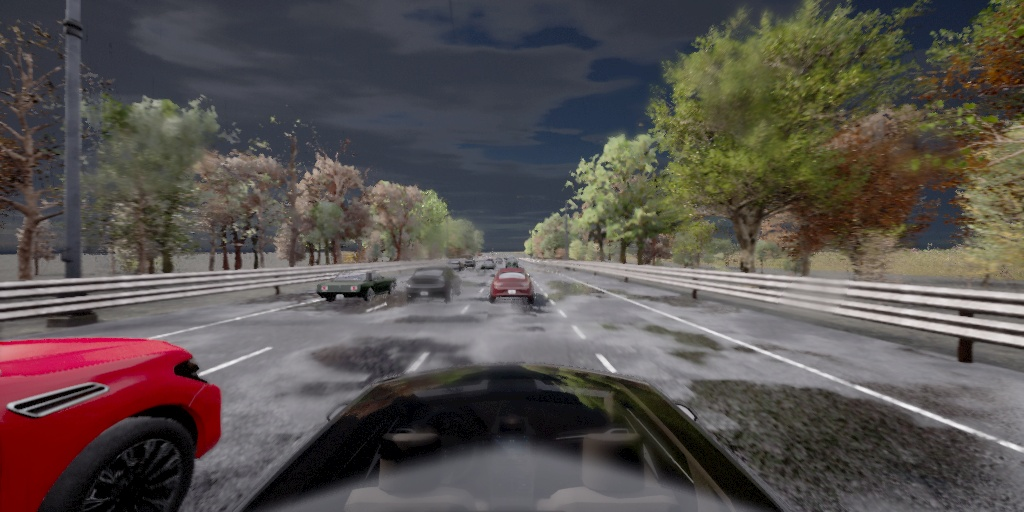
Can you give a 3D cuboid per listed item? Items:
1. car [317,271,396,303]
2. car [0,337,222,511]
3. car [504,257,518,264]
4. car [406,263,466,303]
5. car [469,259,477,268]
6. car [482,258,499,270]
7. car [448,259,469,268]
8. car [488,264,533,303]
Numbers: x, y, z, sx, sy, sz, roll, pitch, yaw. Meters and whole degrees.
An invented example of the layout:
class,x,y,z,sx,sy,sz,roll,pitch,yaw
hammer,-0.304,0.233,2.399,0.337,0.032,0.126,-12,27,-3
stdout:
class,x,y,z,sx,sy,sz,roll,pitch,yaw
car,-7.002,1.350,16.809,1.895,1.301,4.718,0,0,0
car,-3.500,0.972,0.591,2.150,2.045,5.566,0,0,0
car,-0.008,1.114,60.332,2.097,1.767,4.553,0,0,0
car,-3.503,1.256,16.729,1.837,1.490,4.892,0,0,0
car,-7.009,1.269,60.462,1.837,1.490,4.892,0,0,0
car,-3.508,1.322,54.422,1.994,1.385,4.181,0,0,0
car,-7.007,1.244,44.462,2.128,1.511,4.902,0,0,0
car,-0.002,1.275,16.673,1.812,1.442,4.674,0,0,0
